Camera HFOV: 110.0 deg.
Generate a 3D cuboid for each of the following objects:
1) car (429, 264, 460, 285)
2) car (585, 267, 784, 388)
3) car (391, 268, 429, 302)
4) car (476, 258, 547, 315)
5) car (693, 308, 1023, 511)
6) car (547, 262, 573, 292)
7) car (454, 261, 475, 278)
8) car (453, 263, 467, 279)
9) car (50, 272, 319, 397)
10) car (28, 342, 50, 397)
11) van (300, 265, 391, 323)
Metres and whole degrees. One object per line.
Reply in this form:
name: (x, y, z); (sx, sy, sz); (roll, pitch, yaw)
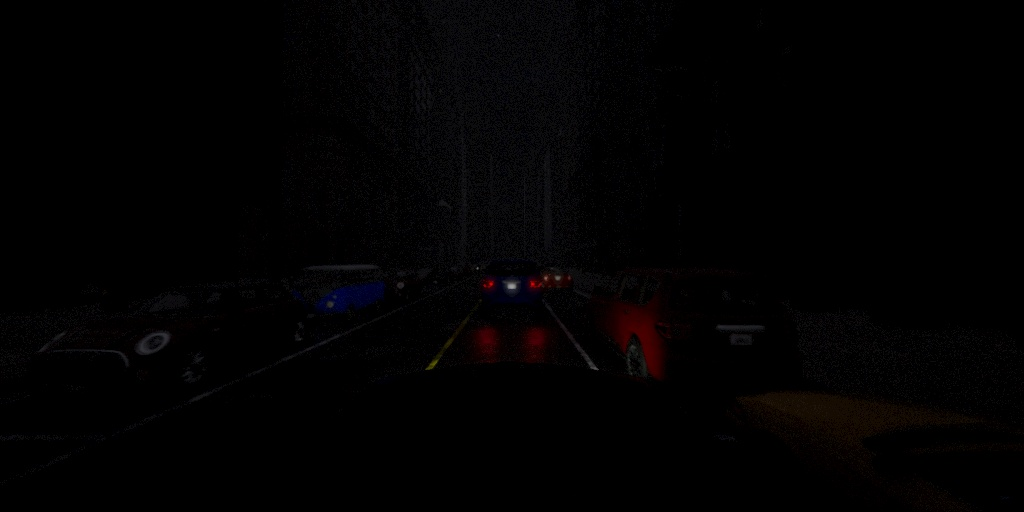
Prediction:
car: (-5.761, 1.596, 29.106); (1.948, 1.339, 4.313); (0, 0, 0)
car: (2.764, 1.115, 6.702); (2.192, 1.841, 5.009); (0, 0, 0)
car: (-5.761, 1.355, 17.903); (1.967, 1.591, 4.097); (0, 0, 0)
car: (0.013, 1.105, 14.454); (2.150, 2.045, 5.566); (0, 0, 0)
car: (2.764, 1.269, 1.270); (1.751, 1.417, 4.829); (0, 0, 0)
car: (2.764, 1.412, 23.507); (1.967, 1.591, 4.097); (0, 0, 0)
car: (-5.761, 1.459, 40.309); (2.192, 1.841, 5.009); (0, 0, 0)
car: (-5.761, 1.669, 34.707); (1.802, 1.307, 4.207); (0, 0, 0)
car: (-5.761, 1.241, 6.701); (1.967, 1.591, 4.097); (0, 0, 0)
car: (-5.761, 1.059, 1.098); (2.192, 1.841, 5.009); (0, 0, 0)
van: (-5.761, 1.199, 12.301); (1.690, 1.789, 3.998); (0, 0, 0)
